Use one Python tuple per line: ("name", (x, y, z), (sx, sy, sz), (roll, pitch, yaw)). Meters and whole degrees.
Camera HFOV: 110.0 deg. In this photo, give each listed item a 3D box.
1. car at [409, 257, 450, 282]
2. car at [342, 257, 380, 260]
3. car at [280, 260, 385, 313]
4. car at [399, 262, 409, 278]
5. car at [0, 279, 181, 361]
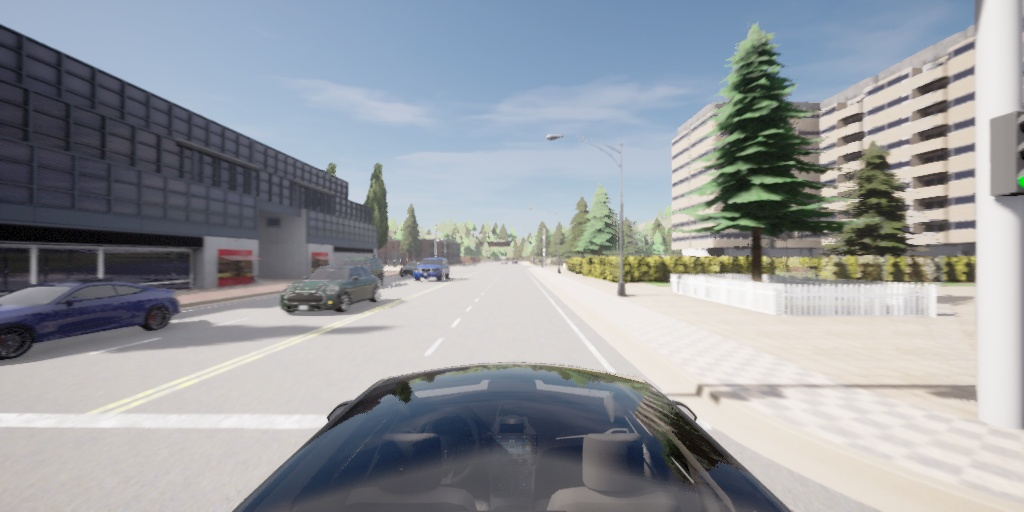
("car", (-6.864, 1.142, 31.333), (2.150, 2.045, 5.566), (0, -1, 1))
("car", (-10.439, 1.101, 24.190), (2.150, 2.045, 5.566), (0, -1, 1))
("car", (-7.032, 1.175, 14.378), (2.097, 1.767, 4.553), (0, 0, 1))
("car", (-10.224, 1.308, 37.753), (2.097, 1.767, 4.553), (0, 0, 1))
("car", (-10.602, 1.315, 8.552), (1.812, 1.442, 4.674), (0, 0, 2))
